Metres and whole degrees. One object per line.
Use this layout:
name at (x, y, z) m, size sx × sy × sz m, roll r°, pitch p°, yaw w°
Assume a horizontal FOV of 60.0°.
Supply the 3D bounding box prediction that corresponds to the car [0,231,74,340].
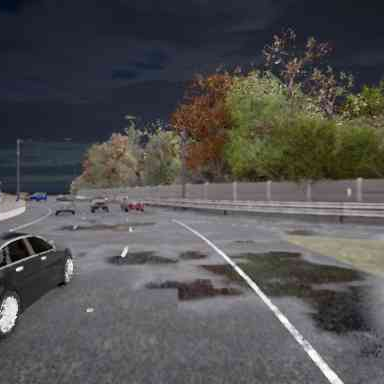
car at (-3.800, 1.521, 6.489) m, size 1.837 × 1.490 × 4.892 m, roll 0°, pitch 0°, yaw -3°

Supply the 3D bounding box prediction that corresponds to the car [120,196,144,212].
car at (-6.966, 1.346, 38.228) m, size 2.097 × 1.767 × 4.553 m, roll 0°, pitch 0°, yaw -20°

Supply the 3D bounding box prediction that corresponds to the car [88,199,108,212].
car at (-10.843, 1.526, 38.657) m, size 1.837 × 1.490 × 4.892 m, roll 0°, pitch 0°, yaw -21°

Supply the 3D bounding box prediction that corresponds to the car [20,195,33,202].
car at (-38.006, 1.488, 74.584) m, size 4.674 × 1.442 × 1.812 m, roll 0°, pitch 0°, yaw 43°

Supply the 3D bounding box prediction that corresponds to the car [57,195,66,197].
car at (-31.111, 1.437, 79.299) m, size 1.812 × 1.442 × 4.674 m, roll 0°, pitch 0°, yaw -32°

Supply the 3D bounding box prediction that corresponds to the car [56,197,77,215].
car at (-13.051, 1.587, 34.570) m, size 2.033 × 1.411 × 5.357 m, roll 0°, pitch 0°, yaw -19°

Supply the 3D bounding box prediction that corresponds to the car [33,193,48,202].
car at (-35.534, 1.169, 77.058) m, size 5.566 × 2.045 × 2.150 m, roll 0°, pitch 0°, yaw 43°
